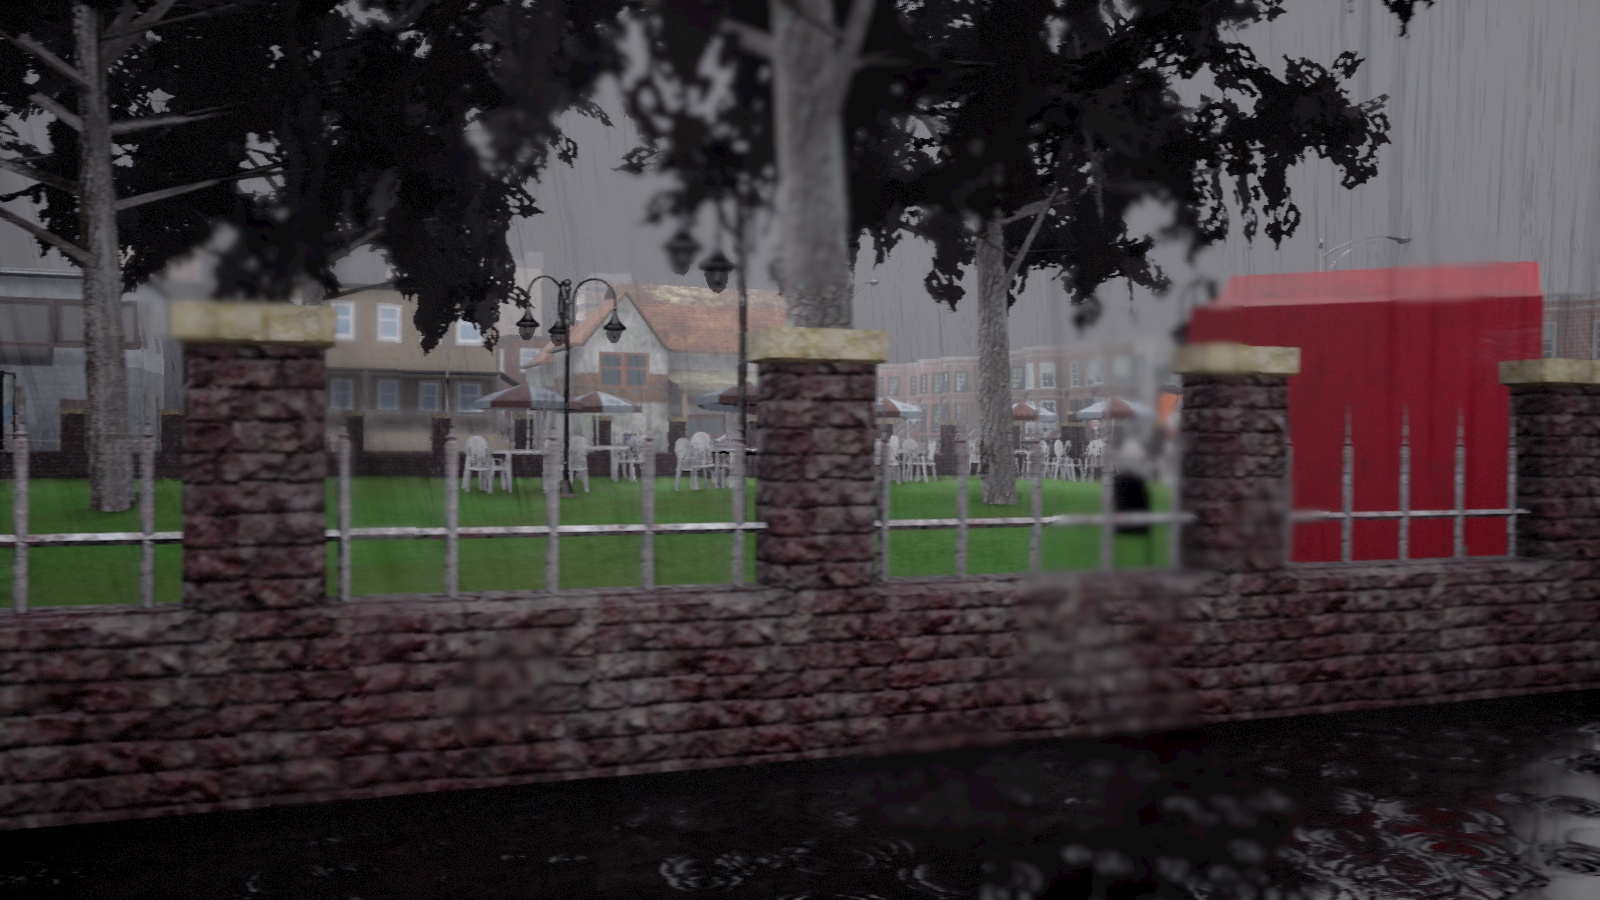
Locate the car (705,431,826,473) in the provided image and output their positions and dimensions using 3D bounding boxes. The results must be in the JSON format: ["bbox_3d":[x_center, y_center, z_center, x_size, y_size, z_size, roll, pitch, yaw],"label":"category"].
[{"bbox_3d":[-1.320,0.055,47.383,4.193,1.474,1.816,-1,1,-21],"label":"car"}]

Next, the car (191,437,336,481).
[{"bbox_3d":[-19.118,0.299,44.933,4.674,1.442,1.812,-1,1,-21],"label":"car"}]

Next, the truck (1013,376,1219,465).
[{"bbox_3d":[12.709,-1.155,51.121,7.936,3.462,2.891,0,1,10],"label":"truck"}]

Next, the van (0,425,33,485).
[{"bbox_3d":[-28.122,0.179,41.522,4.442,1.987,1.775,-1,1,-21],"label":"van"}]
